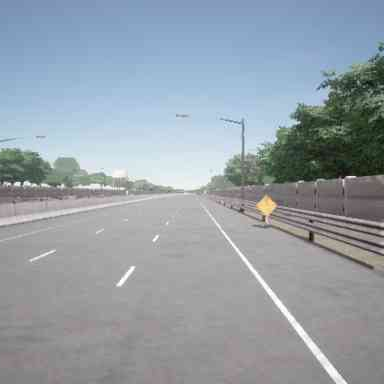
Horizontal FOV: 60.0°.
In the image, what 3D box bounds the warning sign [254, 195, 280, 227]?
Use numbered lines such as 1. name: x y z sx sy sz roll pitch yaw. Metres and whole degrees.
1. warning sign: 4.538 1.110 20.182 1.300 1.860 1.060 -1 -1 0
